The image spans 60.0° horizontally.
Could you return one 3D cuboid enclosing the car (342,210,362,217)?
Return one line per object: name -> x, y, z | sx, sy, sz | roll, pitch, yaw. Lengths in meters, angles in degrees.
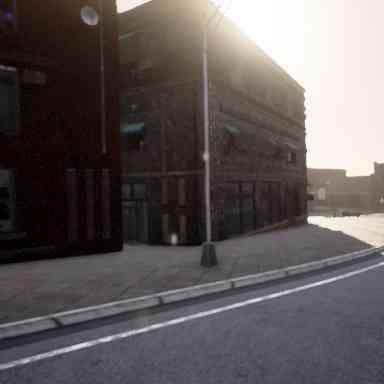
car -> 26.533, 3.636, 56.102 | 1.895, 1.301, 4.718 | -1, -4, -2
